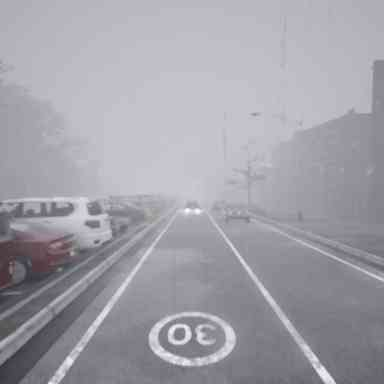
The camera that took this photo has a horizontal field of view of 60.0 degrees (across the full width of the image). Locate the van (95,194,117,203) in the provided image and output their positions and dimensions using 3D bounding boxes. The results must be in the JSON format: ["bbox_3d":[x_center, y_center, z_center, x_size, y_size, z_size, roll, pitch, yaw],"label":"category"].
[{"bbox_3d":[-18.792,1.332,72.621,4.442,1.987,1.878,0,0,0],"label":"van"}]

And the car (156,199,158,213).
[{"bbox_3d":[-5.626,1.495,28.332,4.792,1.488,2.163,0,0,0],"label":"car"}]

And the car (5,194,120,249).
[{"bbox_3d":[-5.625,1.197,11.516,5.566,2.045,2.435,0,0,0],"label":"car"}]

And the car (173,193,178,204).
[{"bbox_3d":[-5.568,1.279,53.562,5.566,2.045,2.435,0,0,0],"label":"car"}]

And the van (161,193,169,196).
[{"bbox_3d":[-5.480,1.276,42.349,4.442,1.987,1.878,0,0,0],"label":"van"}]

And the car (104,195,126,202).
[{"bbox_3d":[-18.704,1.597,80.949,4.792,1.488,2.163,0,0,0],"label":"car"}]

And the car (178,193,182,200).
[{"bbox_3d":[-5.568,1.329,73.186,5.566,2.045,2.435,0,0,0],"label":"car"}]

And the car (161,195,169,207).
[{"bbox_3d":[-5.591,1.494,39.545,5.008,1.535,2.097,0,0,0],"label":"car"}]

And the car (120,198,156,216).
[{"bbox_3d":[-5.782,1.455,25.529,5.366,1.575,1.946,0,0,0],"label":"car"}]

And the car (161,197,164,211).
[{"bbox_3d":[-5.568,1.509,33.939,4.792,1.488,2.163,0,0,0],"label":"car"}]

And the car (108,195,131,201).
[{"bbox_3d":[-18.860,1.554,86.504,5.366,1.575,1.946,0,0,0],"label":"car"}]

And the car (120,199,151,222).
[{"bbox_3d":[-5.592,1.452,22.729,5.008,1.535,2.097,0,0,0],"label":"car"}]

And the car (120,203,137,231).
[{"bbox_3d":[-5.568,1.476,17.121,4.792,1.488,2.163,0,0,0],"label":"car"}]

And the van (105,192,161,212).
[{"bbox_3d":[-5.480,1.247,31.136,4.442,1.987,1.878,0,0,0],"label":"van"}]

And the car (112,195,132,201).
[{"bbox_3d":[-18.670,1.547,89.281,5.008,1.535,2.097,0,0,0],"label":"car"}]

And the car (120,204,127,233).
[{"bbox_3d":[-5.592,1.448,14.323,4.892,1.521,2.231,0,0,0],"label":"car"}]

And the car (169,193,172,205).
[{"bbox_3d":[-5.565,1.390,47.955,4.553,1.767,2.185,0,0,0],"label":"car"}]

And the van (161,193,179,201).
[{"bbox_3d":[-5.712,1.350,87.207,4.442,1.987,1.878,0,0,0],"label":"van"}]

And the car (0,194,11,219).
[{"bbox_3d":[-18.648,1.192,27.968,5.566,2.045,2.435,0,0,0],"label":"car"}]

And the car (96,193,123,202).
[{"bbox_3d":[-18.704,1.314,75.397,5.566,2.045,2.435,0,0,0],"label":"car"}]

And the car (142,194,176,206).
[{"bbox_3d":[-5.567,1.286,56.366,5.566,2.045,2.435,0,0,0],"label":"car"}]

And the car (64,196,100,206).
[{"bbox_3d":[-18.491,1.512,55.967,5.366,1.575,1.946,0,0,0],"label":"car"}]

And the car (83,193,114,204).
[{"bbox_3d":[-18.704,1.292,67.071,5.566,2.045,2.435,0,0,0],"label":"car"}]

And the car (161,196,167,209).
[{"bbox_3d":[-5.567,1.517,36.742,4.792,1.488,2.163,0,0,0],"label":"car"}]

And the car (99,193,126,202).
[{"bbox_3d":[-18.647,1.316,78.174,5.566,2.045,2.435,0,0,0],"label":"car"}]

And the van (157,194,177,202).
[{"bbox_3d":[-5.712,1.361,75.987,4.442,1.987,1.878,0,0,0],"label":"van"}]

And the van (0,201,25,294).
[{"bbox_3d":[-5.713,1.226,5.909,4.442,1.987,1.878,0,0,0],"label":"van"}]

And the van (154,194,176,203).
[{"bbox_3d":[-5.712,1.347,70.382,4.442,1.987,1.878,0,0,0],"label":"van"}]

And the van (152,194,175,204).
[{"bbox_3d":[-5.712,1.340,67.579,4.442,1.987,1.878,0,0,0],"label":"van"}]

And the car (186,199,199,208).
[{"bbox_3d":[0.062,1.649,47.461,1.895,1.301,4.718,0,0,0],"label":"car"}]

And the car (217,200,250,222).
[{"bbox_3d":[3.343,1.553,26.110,2.033,1.411,5.357,0,0,0],"label":"car"}]

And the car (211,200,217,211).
[{"bbox_3d":[3.344,1.603,40.818,1.994,1.385,4.181,0,0,0],"label":"car"}]

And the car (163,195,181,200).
[{"bbox_3d":[-5.590,1.552,92.817,5.008,1.535,2.097,0,0,0],"label":"car"}]

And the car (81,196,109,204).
[{"bbox_3d":[-18.647,1.566,64.295,4.792,1.488,2.163,0,0,0],"label":"car"}]

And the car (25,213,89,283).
[{"bbox_3d":[-5.592,1.450,8.712,5.008,1.535,2.097,0,0,0],"label":"car"}]
